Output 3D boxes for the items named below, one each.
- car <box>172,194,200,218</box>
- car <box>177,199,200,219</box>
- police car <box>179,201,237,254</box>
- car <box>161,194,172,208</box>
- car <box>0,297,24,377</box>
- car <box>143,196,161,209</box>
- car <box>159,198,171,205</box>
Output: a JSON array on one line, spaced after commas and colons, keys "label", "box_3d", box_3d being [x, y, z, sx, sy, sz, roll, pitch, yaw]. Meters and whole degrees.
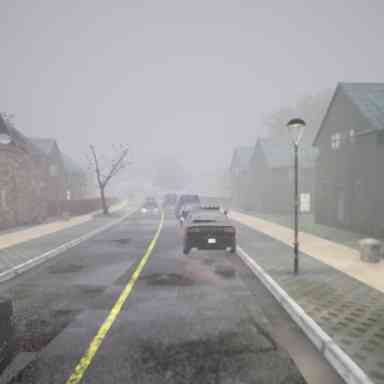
[{"label": "car", "box_3d": [-0.376, 1.204, 29.496, 2.150, 2.045, 5.566, 0, 0, -5]}, {"label": "car", "box_3d": [0.056, 1.497, 23.441, 1.812, 1.442, 4.674, 0, 0, -4]}, {"label": "police car", "box_3d": [0.557, 1.394, 13.499, 1.930, 1.638, 5.238, 0, 0, -2]}, {"label": "car", "box_3d": [-3.091, 1.259, 47.899, 2.150, 2.045, 5.566, 0, 0, -8]}, {"label": "car", "box_3d": [-2.878, 1.545, 1.554, 2.033, 1.411, 5.357, 0, 0, 0]}, {"label": "car", "box_3d": [-5.767, 1.399, 46.187, 2.097, 1.767, 4.553, 0, 0, -7]}, {"label": "car", "box_3d": [-5.004, 1.706, 61.231, 1.895, 1.301, 4.718, 0, 0, -9]}]
